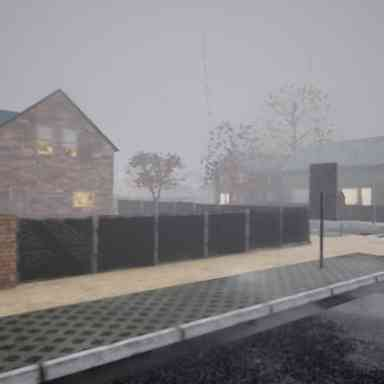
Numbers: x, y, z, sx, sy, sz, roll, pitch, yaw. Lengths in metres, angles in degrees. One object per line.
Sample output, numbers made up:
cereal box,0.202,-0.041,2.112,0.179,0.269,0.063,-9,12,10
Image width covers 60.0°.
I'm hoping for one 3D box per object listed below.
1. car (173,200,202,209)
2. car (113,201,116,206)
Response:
car,-0.050,1.545,30.819,1.837,1.490,4.892,2,0,-37
car,-12.530,1.419,47.387,1.882,1.535,5.008,2,-1,-37
